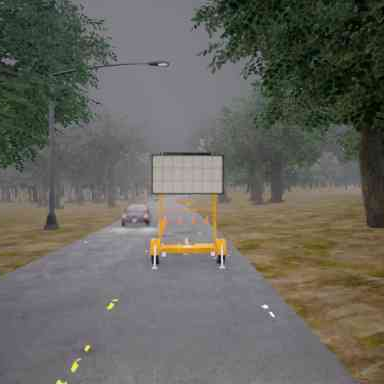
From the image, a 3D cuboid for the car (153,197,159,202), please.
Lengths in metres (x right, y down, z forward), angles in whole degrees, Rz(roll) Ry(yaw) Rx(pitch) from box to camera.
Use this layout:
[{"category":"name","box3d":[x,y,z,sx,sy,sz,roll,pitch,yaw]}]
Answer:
[{"category":"car","box3d":[-8.751,1.887,83.338,2.033,1.411,5.357,0,0,-5]}]

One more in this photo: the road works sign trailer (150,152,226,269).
[{"category":"road works sign trailer","box3d":[-0.152,0.477,11.214,2.380,3.560,2.880,0,0,-2]}]

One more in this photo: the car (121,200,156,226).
[{"category":"car","box3d":[-3.810,1.561,23.616,1.812,1.442,4.674,0,0,-3]}]
